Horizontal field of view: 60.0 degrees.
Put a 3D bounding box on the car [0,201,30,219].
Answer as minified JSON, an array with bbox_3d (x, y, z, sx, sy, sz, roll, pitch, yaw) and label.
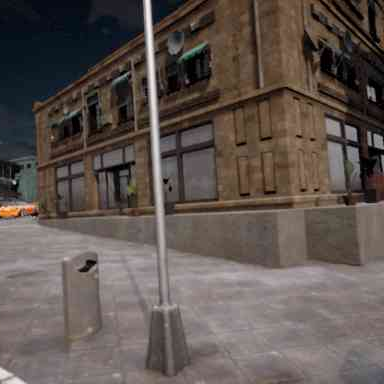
[{"bbox_3d":[-17.920,1.733,34.378,2.097,1.767,4.553,-3,0,-4],"label":"car"}]

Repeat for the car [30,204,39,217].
[{"bbox_3d":[-14.695,1.755,34.540,1.994,1.385,4.181,-3,0,-4],"label":"car"}]
